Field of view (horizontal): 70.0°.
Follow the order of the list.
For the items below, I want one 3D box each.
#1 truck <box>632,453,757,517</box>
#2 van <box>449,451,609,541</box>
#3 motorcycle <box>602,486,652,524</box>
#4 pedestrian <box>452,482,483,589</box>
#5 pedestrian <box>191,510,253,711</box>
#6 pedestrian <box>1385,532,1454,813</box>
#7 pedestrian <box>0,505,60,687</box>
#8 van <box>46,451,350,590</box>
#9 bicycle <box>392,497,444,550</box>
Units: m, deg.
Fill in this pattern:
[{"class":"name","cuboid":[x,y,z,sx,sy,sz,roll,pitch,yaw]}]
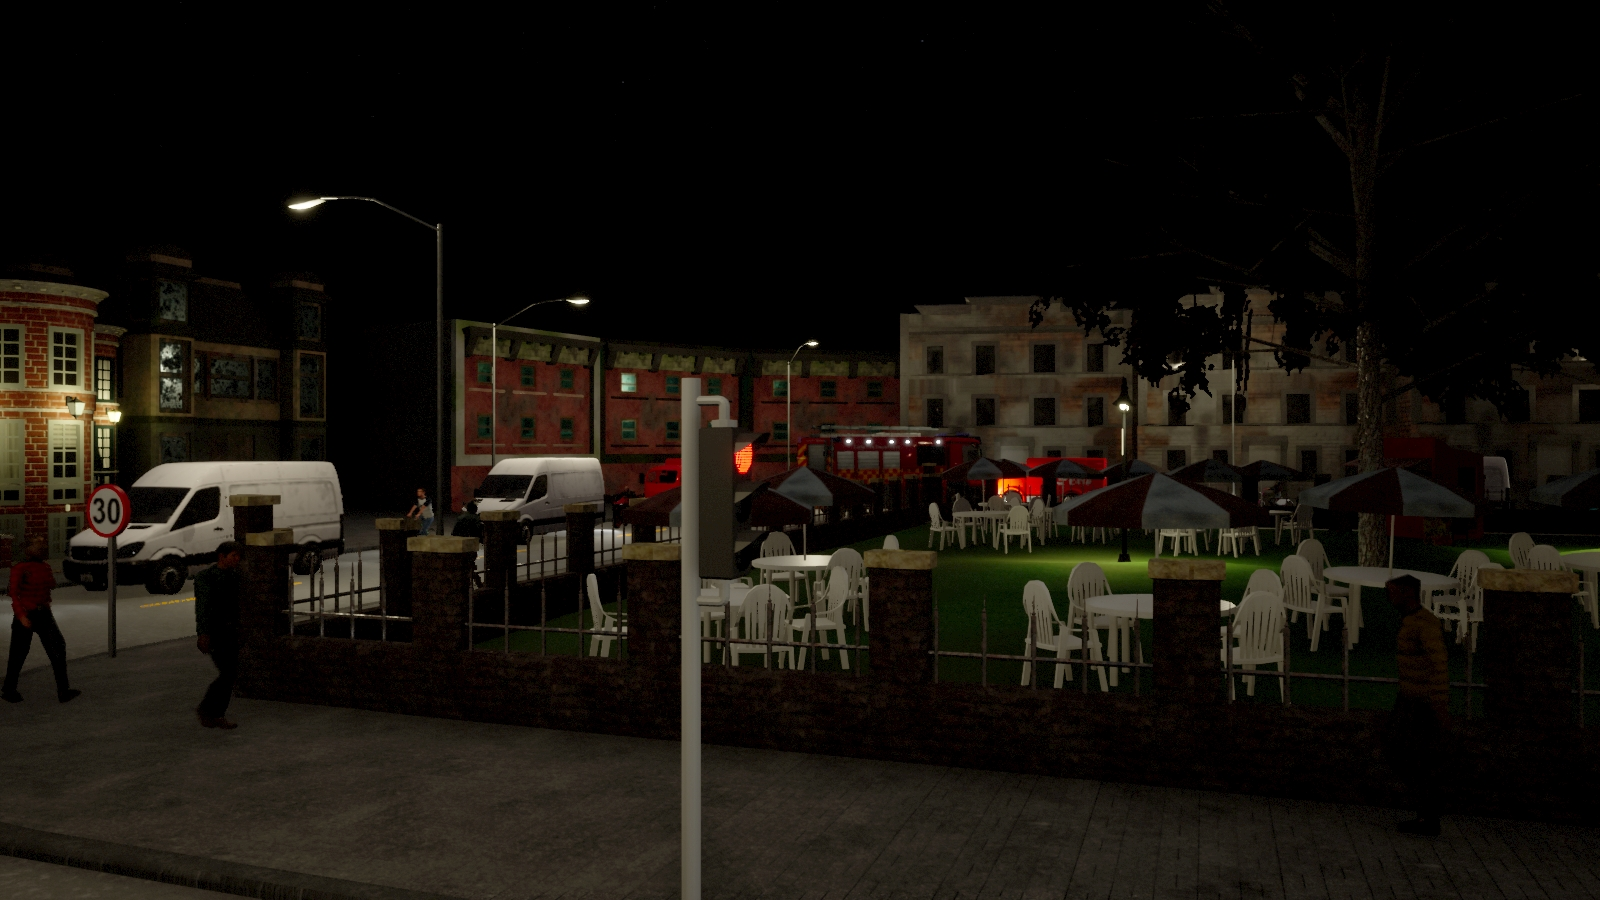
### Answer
[{"class":"truck","cuboid":[-4.244,1.354,46.912,2.627,2.467,5.204,0,0,29]},{"class":"van","cuboid":[-8.337,1.314,35.865,1.988,2.561,5.915,0,0,20]},{"class":"motorcycle","cuboid":[-6.280,1.985,41.599,0.867,1.251,2.209,0,0,20]},{"class":"pedestrian","cuboid":[-5.943,1.518,20.442,0.375,1.860,0.375,0,0,26]},{"class":"pedestrian","cuboid":[-5.547,1.517,10.962,0.375,1.860,0.375,0,0,17]},{"class":"pedestrian","cuboid":[4.297,1.516,7.940,0.375,1.860,0.375,0,0,20]},{"class":"pedestrian","cuboid":[-8.104,1.516,12.031,0.375,1.860,0.375,0,0,20]},{"class":"van","cuboid":[-12.449,1.315,24.256,1.988,2.561,5.915,0,0,20]},{"class":"bicycle","cuboid":[-10.196,1.936,30.552,0.373,1.296,1.643,0,0,20]}]
